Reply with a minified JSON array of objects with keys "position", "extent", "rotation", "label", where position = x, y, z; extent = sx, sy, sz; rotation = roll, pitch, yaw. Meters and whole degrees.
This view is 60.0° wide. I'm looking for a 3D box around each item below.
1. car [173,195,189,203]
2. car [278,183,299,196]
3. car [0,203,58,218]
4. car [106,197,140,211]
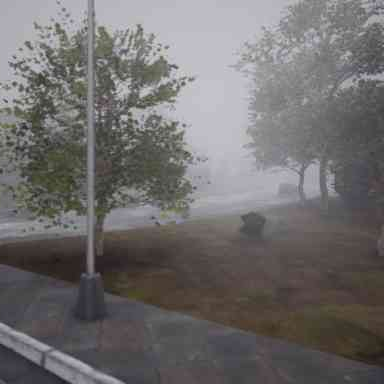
[{"position":[-2.052,0.919,45.379],"extent":[1.994,1.385,4.181],"rotation":[0,3,39],"label":"car"},{"position":[16.878,-0.493,58.026],"extent":[2.150,2.045,5.566],"rotation":[0,3,35],"label":"car"},{"position":[-14.461,1.460,29.767],"extent":[1.837,1.490,4.892],"rotation":[0,1,39],"label":"car"},{"position":[-8.280,1.286,37.555],"extent":[2.033,1.411,5.357],"rotation":[0,2,38],"label":"car"}]
